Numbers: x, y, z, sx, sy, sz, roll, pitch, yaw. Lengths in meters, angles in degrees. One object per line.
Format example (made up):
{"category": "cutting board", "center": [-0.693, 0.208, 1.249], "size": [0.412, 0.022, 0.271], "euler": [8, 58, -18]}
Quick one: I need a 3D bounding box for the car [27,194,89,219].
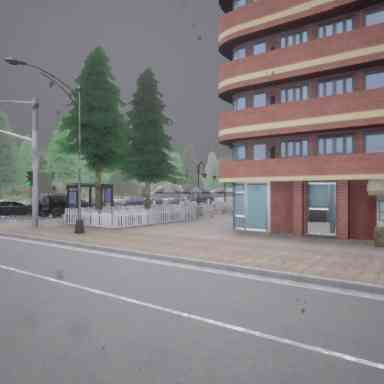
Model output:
{"category": "car", "center": [-10.902, 1.166, 29.006], "size": [2.150, 2.045, 5.566], "euler": [0, 0, 35]}

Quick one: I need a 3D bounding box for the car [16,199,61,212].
{"category": "car", "center": [-17.526, 1.508, 38.123], "size": [1.994, 1.385, 4.181], "euler": [0, 0, 36]}

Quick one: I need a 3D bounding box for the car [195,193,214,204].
{"category": "car", "center": [1.508, 1.166, 59.715], "size": [5.566, 2.045, 2.150], "euler": [0, 0, -34]}

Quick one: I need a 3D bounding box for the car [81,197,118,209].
{"category": "car", "center": [-12.501, 1.470, 45.098], "size": [1.812, 1.442, 4.674], "euler": [0, 0, 37]}

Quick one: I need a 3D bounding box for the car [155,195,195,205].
{"category": "car", "center": [-2.599, 1.492, 51.971], "size": [5.357, 1.411, 2.033], "euler": [0, 0, -45]}

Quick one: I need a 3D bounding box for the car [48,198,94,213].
{"category": "car", "center": [-13.608, 1.470, 37.611], "size": [1.812, 1.442, 4.674], "euler": [0, 0, 36]}

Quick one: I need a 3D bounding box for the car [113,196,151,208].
{"category": "car", "center": [-8.277, 1.297, 44.867], "size": [2.097, 1.767, 4.553], "euler": [0, 0, 38]}

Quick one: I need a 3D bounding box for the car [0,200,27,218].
{"category": "car", "center": [-15.562, 1.448, 28.469], "size": [1.837, 1.490, 4.892], "euler": [0, 0, 35]}

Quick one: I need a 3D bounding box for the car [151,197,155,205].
{"category": "car", "center": [-6.357, 1.470, 52.766], "size": [1.812, 1.442, 4.674], "euler": [0, 0, 42]}
